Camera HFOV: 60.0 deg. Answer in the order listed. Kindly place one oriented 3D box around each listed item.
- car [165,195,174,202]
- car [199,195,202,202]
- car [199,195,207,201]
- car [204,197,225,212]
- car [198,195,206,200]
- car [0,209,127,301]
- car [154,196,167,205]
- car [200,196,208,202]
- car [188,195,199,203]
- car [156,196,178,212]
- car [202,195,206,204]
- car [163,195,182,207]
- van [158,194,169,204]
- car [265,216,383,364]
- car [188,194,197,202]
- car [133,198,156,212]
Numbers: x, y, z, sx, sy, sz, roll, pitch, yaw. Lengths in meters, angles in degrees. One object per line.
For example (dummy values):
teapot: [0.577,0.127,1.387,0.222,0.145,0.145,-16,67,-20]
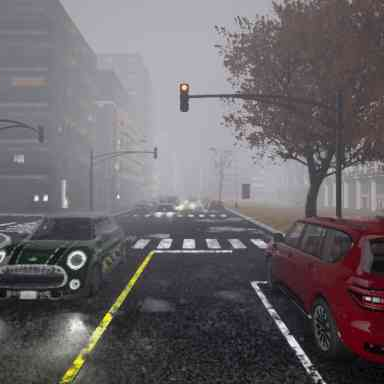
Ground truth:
car: [-5.587,1.507,82.504,1.967,1.590,4.097,0,0,0]
car: [2.773,1.625,65.894,1.802,1.307,4.206,0,0,0]
car: [2.800,1.621,88.026,1.887,1.381,4.507,0,0,0]
car: [2.738,1.557,38.231,1.887,1.381,4.507,0,0,0]
car: [2.807,1.638,93.558,2.008,1.369,4.403,0,0,0]
car: [-3.089,1.351,8.526,2.097,1.767,4.553,0,0,0]
car: [-5.614,1.476,60.373,1.967,1.590,4.097,0,0,0]
car: [2.786,1.584,77.130,1.752,1.417,4.829,0,0,0]
car: [0.184,1.648,69.261,1.895,1.301,4.718,0,0,0]
car: [-3.050,1.561,39.534,2.033,1.411,5.357,0,0,0]
car: [2.752,1.548,49.467,1.752,1.417,4.829,0,0,0]
car: [-3.029,1.378,51.874,2.097,1.767,4.553,0,0,0]
van: [-5.608,1.384,65.906,1.690,1.788,3.998,0,0,0]
car: [2.699,1.315,5.843,2.192,1.841,5.009,0,0,0]
car: [0.100,1.417,79.328,2.097,1.767,4.553,0,0,0]
car: [-5.642,1.563,38.242,2.008,1.369,4.403,0,0,0]
